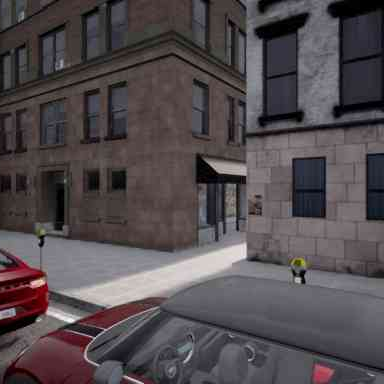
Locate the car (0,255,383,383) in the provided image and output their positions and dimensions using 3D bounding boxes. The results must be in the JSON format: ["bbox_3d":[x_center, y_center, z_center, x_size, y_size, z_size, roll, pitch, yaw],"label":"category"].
[{"bbox_3d":[0.275,1.440,2.609,4.097,1.590,1.967,0,0,35],"label":"car"}]

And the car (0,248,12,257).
[{"bbox_3d":[-4.374,1.545,5.877,4.507,1.381,1.887,0,0,35],"label":"car"}]
